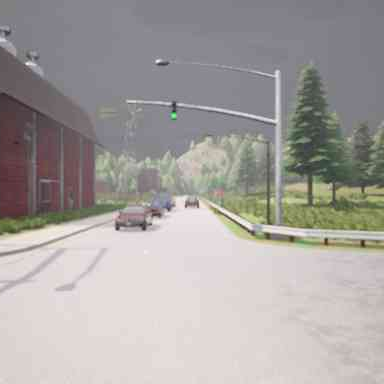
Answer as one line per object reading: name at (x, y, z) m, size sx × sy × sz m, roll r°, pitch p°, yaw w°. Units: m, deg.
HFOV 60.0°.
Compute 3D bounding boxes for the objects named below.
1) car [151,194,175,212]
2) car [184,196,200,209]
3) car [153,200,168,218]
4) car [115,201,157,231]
car at (-3.583, 1.270, 40.227) m, size 2.150 × 2.045 × 5.566 m, roll 0°, pitch 0°, yaw 1°
car at (0.008, 1.403, 47.685) m, size 2.097 × 1.767 × 4.553 m, roll 0°, pitch 0°, yaw 0°
car at (-3.596, 1.640, 30.370) m, size 1.895 × 1.301 × 4.718 m, roll 0°, pitch 0°, yaw 0°
car at (-3.597, 1.557, 21.209) m, size 1.812 × 1.442 × 4.674 m, roll 0°, pitch 0°, yaw 0°
